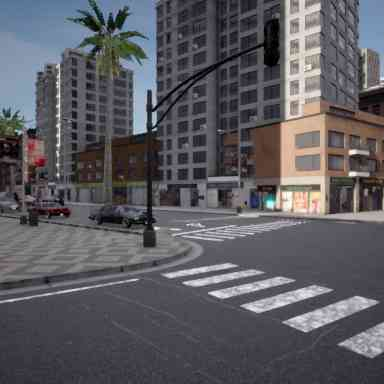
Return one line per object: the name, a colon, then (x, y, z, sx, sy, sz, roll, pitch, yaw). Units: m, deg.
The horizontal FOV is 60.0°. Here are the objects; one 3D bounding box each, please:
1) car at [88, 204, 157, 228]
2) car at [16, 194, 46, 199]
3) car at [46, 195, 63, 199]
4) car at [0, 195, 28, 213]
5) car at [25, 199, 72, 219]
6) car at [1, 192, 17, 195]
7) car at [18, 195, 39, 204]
car: (-4.818, 1.523, 22.387, 5.357, 1.411, 2.033, 0, 0, 40)
car: (-23.199, 1.361, 47.806, 4.674, 1.442, 1.812, 0, 0, 45)
car: (-21.207, 1.184, 50.404, 4.553, 1.767, 2.097, 0, 0, 45)
car: (-19.931, 1.386, 35.610, 4.902, 1.511, 2.128, 0, 0, 43)
car: (-12.386, 1.537, 28.836, 4.718, 1.301, 1.895, 0, 0, 41)
car: (-30.291, 0.991, 54.724, 2.150, 2.045, 5.566, 0, 0, -44)
car: (-28.251, 1.270, 57.286, 1.837, 1.490, 4.892, 0, 0, -44)
